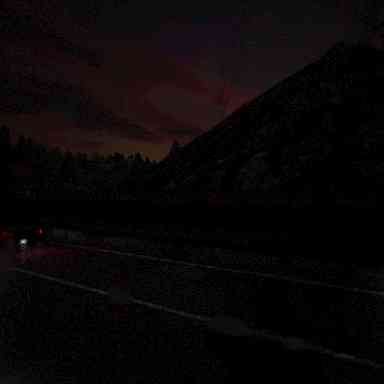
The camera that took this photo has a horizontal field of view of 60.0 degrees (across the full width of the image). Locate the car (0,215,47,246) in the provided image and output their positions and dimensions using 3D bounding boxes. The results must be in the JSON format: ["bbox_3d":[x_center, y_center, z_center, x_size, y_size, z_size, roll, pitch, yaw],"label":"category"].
[{"bbox_3d":[-8.293,1.615,14.084,4.718,1.301,1.895,0,0,36],"label":"car"}]
